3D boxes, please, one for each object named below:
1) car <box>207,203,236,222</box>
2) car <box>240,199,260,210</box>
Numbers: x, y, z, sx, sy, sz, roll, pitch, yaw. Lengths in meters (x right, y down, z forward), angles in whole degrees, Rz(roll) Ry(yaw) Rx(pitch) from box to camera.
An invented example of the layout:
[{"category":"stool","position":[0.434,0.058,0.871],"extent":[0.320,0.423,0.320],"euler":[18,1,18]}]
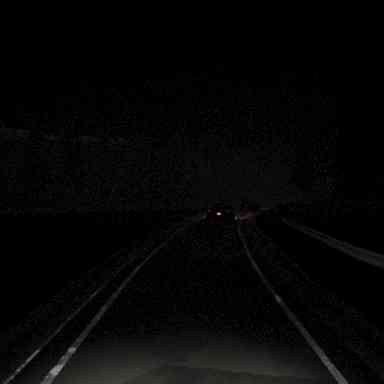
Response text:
[{"category":"car","position":[2.372,1.584,26.449],"extent":[1.994,1.385,4.181],"euler":[0,0,11]},{"category":"car","position":[7.480,1.564,42.593],"extent":[1.812,1.442,4.674],"euler":[0,0,23]}]
